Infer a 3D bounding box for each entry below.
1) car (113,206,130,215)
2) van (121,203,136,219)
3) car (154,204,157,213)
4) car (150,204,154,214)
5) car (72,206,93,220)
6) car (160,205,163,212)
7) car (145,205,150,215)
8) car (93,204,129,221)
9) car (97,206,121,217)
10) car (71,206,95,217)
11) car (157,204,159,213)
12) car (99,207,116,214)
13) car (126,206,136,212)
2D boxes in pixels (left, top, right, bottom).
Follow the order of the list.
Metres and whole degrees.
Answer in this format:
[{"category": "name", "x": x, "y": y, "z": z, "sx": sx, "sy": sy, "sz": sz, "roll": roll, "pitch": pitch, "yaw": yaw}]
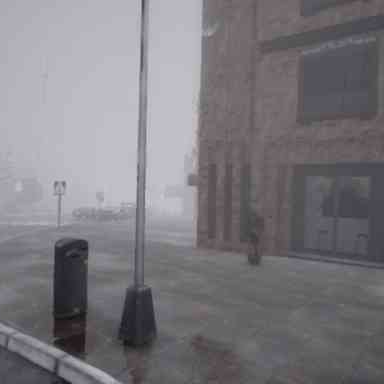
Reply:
[{"category": "car", "x": -11.902, "y": 3.127, "z": 56.594, "sx": 1.837, "sy": 1.490, "sz": 4.892, "roll": 1, "pitch": -3, "yaw": -1}, {"category": "van", "x": -8.367, "y": 2.418, "z": 44.550, "sx": 1.878, "sy": 1.987, "sz": 4.442, "roll": 1, "pitch": -3, "yaw": -1}, {"category": "car", "x": -8.927, "y": 3.494, "z": 66.595, "sx": 2.185, "sy": 1.767, "sz": 4.553, "roll": 1, "pitch": -3, "yaw": -1}, {"category": "car", "x": -8.788, "y": 3.250, "z": 61.076, "sx": 2.185, "sy": 1.767, "sz": 4.553, "roll": 1, "pitch": -3, "yaw": -1}, {"category": "car", "x": -11.282, "y": 2.344, "z": 36.659, "sx": 1.895, "sy": 1.301, "sz": 4.718, "roll": 1, "pitch": -3, "yaw": -2}, {"category": "car", "x": -9.341, "y": 4.098, "z": 83.089, "sx": 2.435, "sy": 2.045, "sz": 5.566, "roll": 1, "pitch": -3, "yaw": -1}, {"category": "car", "x": -8.649, "y": 3.167, "z": 55.455, "sx": 2.002, "sy": 1.452, "sz": 4.674, "roll": 1, "pitch": -3, "yaw": -1}, {"category": "car", "x": -8.074, "y": 2.193, "z": 33.445, "sx": 2.002, "sy": 1.452, "sz": 4.674, "roll": 3, "pitch": -3, "yaw": -1}, {"category": "car", "x": -11.573, "y": 2.738, "z": 46.790, "sx": 2.033, "sy": 1.411, "sz": 5.357, "roll": 1, "pitch": -3, "yaw": -1}, {"category": "car", "x": -14.758, "y": 2.612, "z": 45.296, "sx": 1.994, "sy": 1.385, "sz": 4.181, "roll": 1, "pitch": -3, "yaw": -2}, {"category": "car", "x": -9.069, "y": 3.866, "z": 72.132, "sx": 2.231, "sy": 1.521, "sz": 4.892, "roll": 1, "pitch": -3, "yaw": -1}, {"category": "car", "x": -15.135, "y": 3.290, "z": 59.752, "sx": 1.895, "sy": 1.301, "sz": 4.718, "roll": 1, "pitch": -3, "yaw": -1}, {"category": "car", "x": -15.930, "y": 4.459, "z": 87.300, "sx": 1.994, "sy": 1.385, "sz": 4.181, "roll": 1, "pitch": -3, "yaw": -1}]
